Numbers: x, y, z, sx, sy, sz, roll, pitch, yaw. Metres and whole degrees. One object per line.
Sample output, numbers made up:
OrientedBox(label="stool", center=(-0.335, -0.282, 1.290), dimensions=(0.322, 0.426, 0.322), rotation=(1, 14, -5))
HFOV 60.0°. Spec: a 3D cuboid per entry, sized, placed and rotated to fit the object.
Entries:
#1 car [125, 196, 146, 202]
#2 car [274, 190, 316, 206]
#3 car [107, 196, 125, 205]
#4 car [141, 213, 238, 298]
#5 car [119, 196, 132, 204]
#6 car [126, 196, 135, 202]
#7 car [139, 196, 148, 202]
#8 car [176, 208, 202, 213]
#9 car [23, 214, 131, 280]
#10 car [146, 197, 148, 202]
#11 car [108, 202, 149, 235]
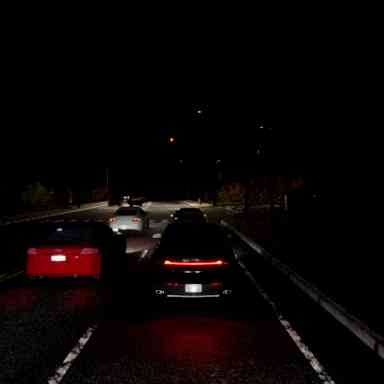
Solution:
OrientedBox(label="car", center=(-8.813, 1.576, 52.271), dimensions=(2.128, 1.511, 4.902), rotation=(0, 0, -5))
OrientedBox(label="car", center=(11.765, 0.586, 38.354), dimensions=(4.553, 1.767, 2.097), rotation=(-3, 0, -2))
OrientedBox(label="car", center=(-12.129, 1.615, 52.937), dimensions=(1.812, 1.442, 4.674), rotation=(0, 0, -5))
OrientedBox(label="car", center=(0.013, 1.509, 8.491), dimensions=(1.837, 1.490, 4.892), rotation=(0, 0, 0))
OrientedBox(label="car", center=(-13.446, 1.637, 67.608), dimensions=(2.128, 1.511, 4.902), rotation=(0, 0, -6))
OrientedBox(label="car", center=(-15.111, 1.761, 81.520), dimensions=(1.994, 1.385, 4.181), rotation=(0, 0, -8))
OrientedBox(label="car", center=(-11.846, 1.734, 81.617), dimensions=(2.128, 1.511, 4.902), rotation=(0, 0, -7))
OrientedBox(label="car", center=(-0.180, 1.561, 17.899), dimensions=(2.033, 1.411, 5.357), rotation=(0, 0, -2))
OrientedBox(label="car", center=(-3.259, 1.570, 10.023), dimensions=(1.994, 1.385, 4.181), rotation=(0, 0, -1))
OrientedBox(label="car", center=(-10.143, 1.706, 67.147), dimensions=(1.994, 1.385, 4.181), rotation=(0, 0, -6))
OrientedBox(label="car", center=(-3.479, 1.540, 18.768), dimensions=(1.812, 1.442, 4.674), rotation=(0, 0, -3))
